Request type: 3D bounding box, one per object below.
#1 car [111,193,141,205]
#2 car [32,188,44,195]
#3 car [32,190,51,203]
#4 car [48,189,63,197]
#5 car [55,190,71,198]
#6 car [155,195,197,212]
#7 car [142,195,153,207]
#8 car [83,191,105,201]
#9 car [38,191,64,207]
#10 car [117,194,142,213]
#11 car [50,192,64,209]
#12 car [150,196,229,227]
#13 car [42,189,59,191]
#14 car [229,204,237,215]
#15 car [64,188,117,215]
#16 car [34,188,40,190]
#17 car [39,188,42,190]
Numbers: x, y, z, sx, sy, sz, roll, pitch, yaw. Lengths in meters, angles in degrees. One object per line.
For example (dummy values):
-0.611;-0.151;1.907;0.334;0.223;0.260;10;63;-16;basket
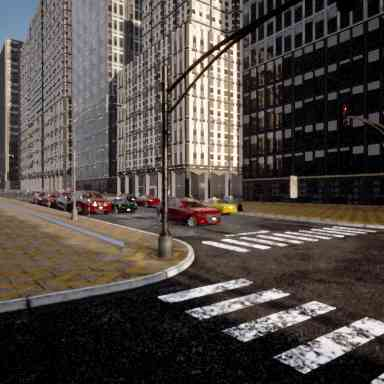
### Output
-8.248;0.856;41.236;1.947;1.339;4.313;1;0;-36;car
-38.065;-0.208;82.086;1.967;1.590;4.097;1;0;-36;car
-18.323;0.793;40.826;1.802;1.307;4.206;1;0;-36;car
-28.127;0.214;68.469;2.008;1.369;4.403;1;0;-36;car
-24.914;0.289;64.068;1.752;1.417;4.829;1;0;-36;car
-1.620;1.066;32.158;1.947;1.339;4.313;1;0;-36;car
-4.934;0.977;36.697;1.802;1.307;4.206;1;0;-36;car
-14.874;0.646;50.314;1.947;1.339;4.313;1;0;-36;car
-15.009;0.861;36.287;1.887;1.381;4.507;1;0;-36;car
-6.503;1.113;29.005;1.895;1.301;4.718;0;1;-36;car
-11.697;0.987;31.749;1.947;1.339;4.313;1;0;-36;car
-0.291;1.187;20.493;1.882;1.535;5.008;0;1;-38;car
-25.091;0.380;59.870;2.033;1.411;5.357;0;1;-34;car
1.662;1.127;27.811;1.752;1.417;4.829;1;0;-36;car
-8.378;0.841;27.209;2.192;1.841;5.009;1;0;-36;car
-34.752;-0.104;77.547;1.967;1.590;4.097;1;0;-36;car
-31.441;0.104;73.009;1.887;1.381;4.507;1;0;-36;car
